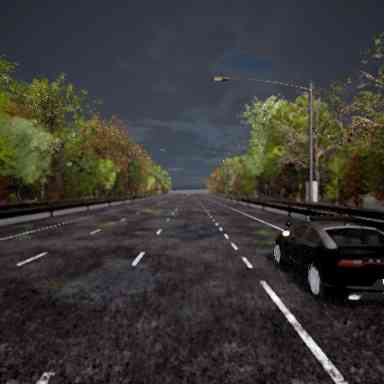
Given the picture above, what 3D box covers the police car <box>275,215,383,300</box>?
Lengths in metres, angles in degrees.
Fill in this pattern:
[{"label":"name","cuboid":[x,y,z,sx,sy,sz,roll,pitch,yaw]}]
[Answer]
[{"label":"police car","cuboid":[3.492,1.398,8.469,1.930,1.638,5.238,0,0,0]}]
